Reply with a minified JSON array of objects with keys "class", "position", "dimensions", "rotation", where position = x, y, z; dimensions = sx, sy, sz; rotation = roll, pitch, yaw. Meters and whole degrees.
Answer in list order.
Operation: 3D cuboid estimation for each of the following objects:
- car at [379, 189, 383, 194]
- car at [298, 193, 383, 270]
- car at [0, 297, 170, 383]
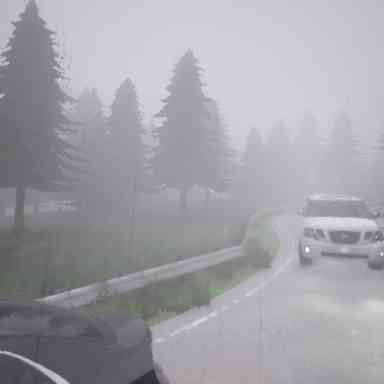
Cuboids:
[{"class":"car","position":[22.183,0.626,35.991],"dimensions":[5.566,2.045,2.150],"rotation":[-2,-2,-35]},{"class":"car","position":[4.840,1.113,11.296],"dimensions":[2.150,2.045,5.566],"rotation":[1,1,18]},{"class":"car","position":[-2.433,1.601,1.885],"dimensions":[4.892,1.490,1.837],"rotation":[0,-2,-37]}]
